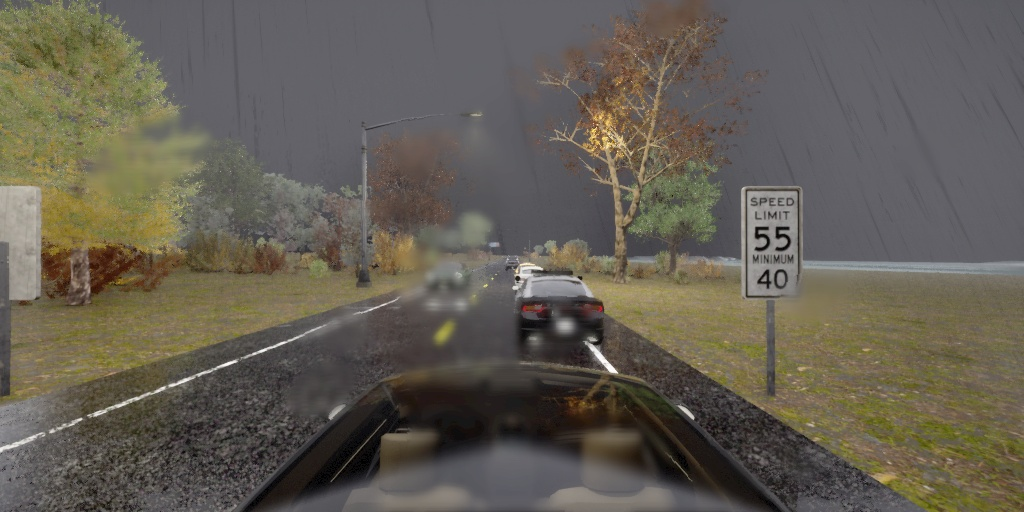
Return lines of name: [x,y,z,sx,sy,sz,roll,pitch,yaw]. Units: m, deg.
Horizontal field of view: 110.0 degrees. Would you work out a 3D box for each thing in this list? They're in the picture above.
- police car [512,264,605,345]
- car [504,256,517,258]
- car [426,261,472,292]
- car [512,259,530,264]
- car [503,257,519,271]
police car: [1.048,1.175,9.646,1.930,1.638,5.238,0,0,0]
car: [0.096,0.957,61.981,2.150,2.045,5.566,0,0,0]
car: [-3.591,1.101,21.187,2.097,1.767,4.553,0,0,0]
car: [1.068,1.204,25.720,1.801,1.575,5.366,0,0,0]
car: [0.096,1.247,48.799,1.837,1.490,4.892,0,0,1]
